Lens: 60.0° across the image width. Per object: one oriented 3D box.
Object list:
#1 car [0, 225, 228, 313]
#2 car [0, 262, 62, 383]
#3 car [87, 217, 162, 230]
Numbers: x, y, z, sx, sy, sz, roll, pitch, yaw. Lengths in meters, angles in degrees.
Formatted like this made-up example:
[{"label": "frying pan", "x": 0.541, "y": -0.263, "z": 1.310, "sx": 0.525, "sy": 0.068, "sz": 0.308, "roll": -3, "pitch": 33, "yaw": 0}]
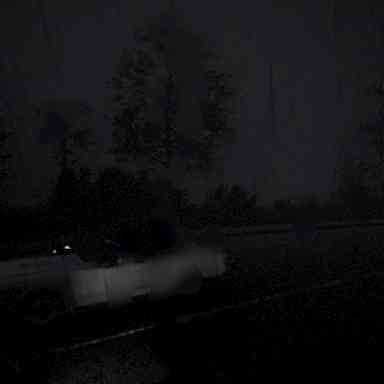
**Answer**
[{"label": "car", "x": -1.624, "y": 1.582, "z": 6.955, "sx": 4.718, "sy": 1.301, "sz": 1.895, "roll": 0, "pitch": 0, "yaw": -34}, {"label": "car", "x": -3.265, "y": 1.501, "z": 1.270, "sx": 4.892, "sy": 1.490, "sz": 1.837, "roll": 0, "pitch": 0, "yaw": -36}, {"label": "car", "x": -2.268, "y": 1.535, "z": 10.666, "sx": 4.181, "sy": 1.385, "sz": 1.994, "roll": 0, "pitch": 0, "yaw": -32}]
